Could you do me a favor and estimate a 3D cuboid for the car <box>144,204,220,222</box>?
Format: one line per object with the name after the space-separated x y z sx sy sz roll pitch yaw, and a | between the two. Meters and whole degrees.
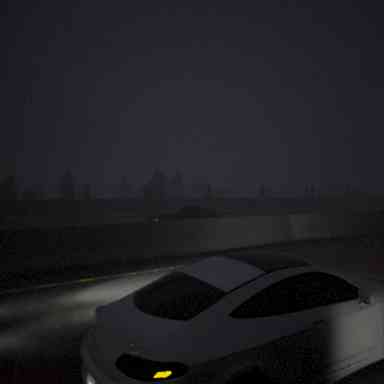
-0.513 1.465 19.801 4.674 1.442 1.812 0 0 -28 | car

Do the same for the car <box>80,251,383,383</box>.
1.034 1.513 4.234 4.674 1.442 1.812 0 0 -33 | car
